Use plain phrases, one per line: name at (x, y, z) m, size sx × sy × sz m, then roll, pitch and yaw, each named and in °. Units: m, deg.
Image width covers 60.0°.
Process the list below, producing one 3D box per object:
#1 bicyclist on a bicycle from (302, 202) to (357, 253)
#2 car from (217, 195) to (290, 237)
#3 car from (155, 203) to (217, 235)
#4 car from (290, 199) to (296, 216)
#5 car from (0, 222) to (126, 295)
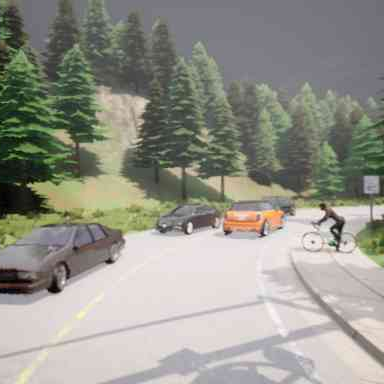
bicyclist on a bicycle at (4.372, 1.159, 10.658) m, size 1.656 × 1.620 × 0.582 m, roll -1°, pitch 0°, yaw 16°
car at (3.347, 1.200, 17.331) m, size 2.097 × 1.767 × 4.553 m, roll -1°, pitch 0°, yaw 29°
car at (-0.075, 1.416, 18.508) m, size 1.837 × 1.490 × 4.892 m, roll -1°, pitch 0°, yaw 33°
car at (6.378, 1.099, 26.489) m, size 2.097 × 1.767 × 4.553 m, roll -1°, pitch 0°, yaw 44°
car at (-3.544, 1.569, 9.270) m, size 2.033 × 1.411 × 5.357 m, roll -1°, pitch 0°, yaw 10°
